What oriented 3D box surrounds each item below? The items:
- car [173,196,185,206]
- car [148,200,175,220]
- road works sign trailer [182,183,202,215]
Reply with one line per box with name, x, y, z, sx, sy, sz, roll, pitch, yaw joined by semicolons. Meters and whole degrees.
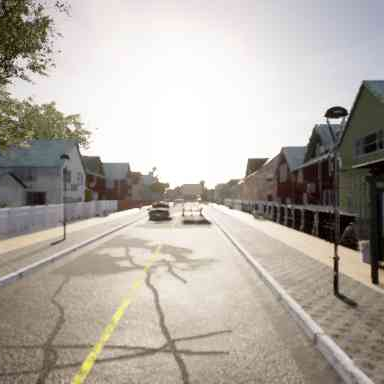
car;-2.739;1.924;71.203;2.150;2.045;5.566;0;-1;0
car;-2.841;1.733;30.484;1.837;1.490;4.892;0;0;0
road works sign trailer;0.002;0.767;37.910;2.380;3.560;2.880;0;-1;1
